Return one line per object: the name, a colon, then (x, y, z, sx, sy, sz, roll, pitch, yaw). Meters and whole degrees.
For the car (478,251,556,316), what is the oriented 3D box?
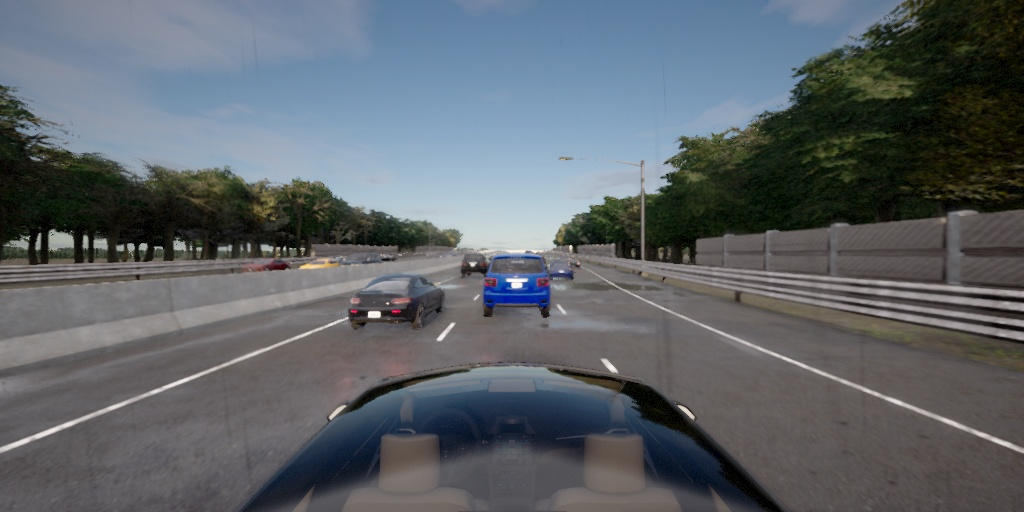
car: (0.177, 0.931, 13.266, 2.150, 2.045, 5.566, 0, 0, 1)

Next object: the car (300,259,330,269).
car: (-17.171, 1.023, 32.547, 1.882, 1.535, 5.008, 0, 1, 1)

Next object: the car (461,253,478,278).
car: (-3.009, 0.779, 30.895, 2.150, 2.045, 5.566, 0, 1, 1)

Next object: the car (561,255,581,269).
car: (7.650, 0.941, 46.028, 1.895, 1.301, 4.718, 0, 1, 3)

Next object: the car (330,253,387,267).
car: (-13.675, 0.766, 32.437, 2.150, 2.045, 5.566, 0, 1, 1)

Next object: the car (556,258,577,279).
car: (3.858, 1.135, 29.493, 1.994, 1.385, 4.181, 0, 1, 1)

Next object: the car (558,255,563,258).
car: (8.007, 0.651, 55.703, 2.128, 1.511, 4.902, 0, 1, 1)

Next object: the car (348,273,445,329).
car: (-3.343, 1.249, 11.045, 1.812, 1.442, 4.674, 0, 0, 0)

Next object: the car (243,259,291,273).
car: (-23.407, 1.004, 34.471, 1.882, 1.535, 5.008, 0, 1, -2)
